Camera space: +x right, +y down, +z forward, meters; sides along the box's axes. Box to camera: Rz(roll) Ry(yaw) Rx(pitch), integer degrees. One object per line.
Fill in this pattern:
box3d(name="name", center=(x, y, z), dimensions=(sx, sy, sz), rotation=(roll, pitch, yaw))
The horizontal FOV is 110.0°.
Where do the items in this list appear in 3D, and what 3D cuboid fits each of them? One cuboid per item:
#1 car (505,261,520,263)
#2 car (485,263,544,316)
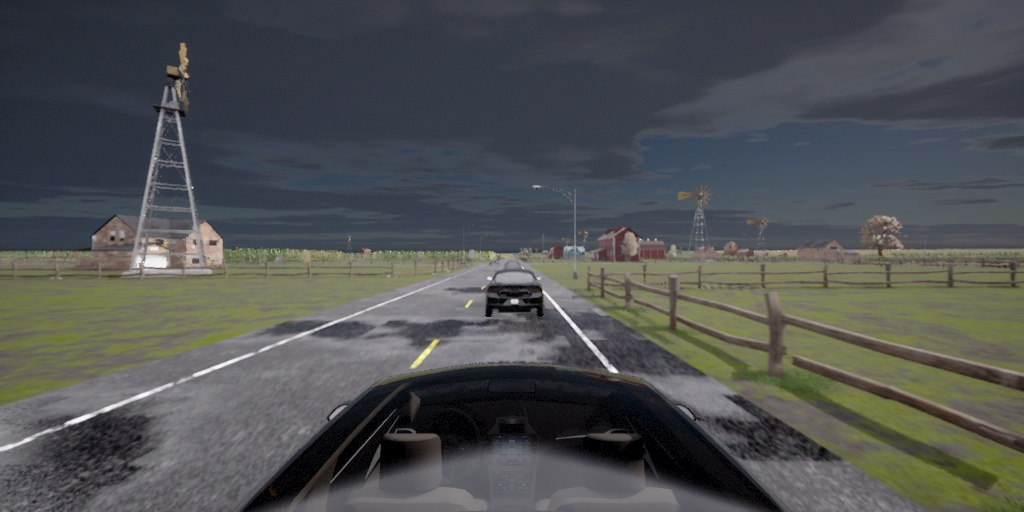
box3d(name="car", center=(0.082, 1.202, 41.492), dimensions=(1.994, 1.385, 4.181), rotation=(0, 0, 0))
box3d(name="car", center=(0.083, 1.188, 13.211), dimensions=(1.882, 1.535, 5.008), rotation=(0, 1, 0))
